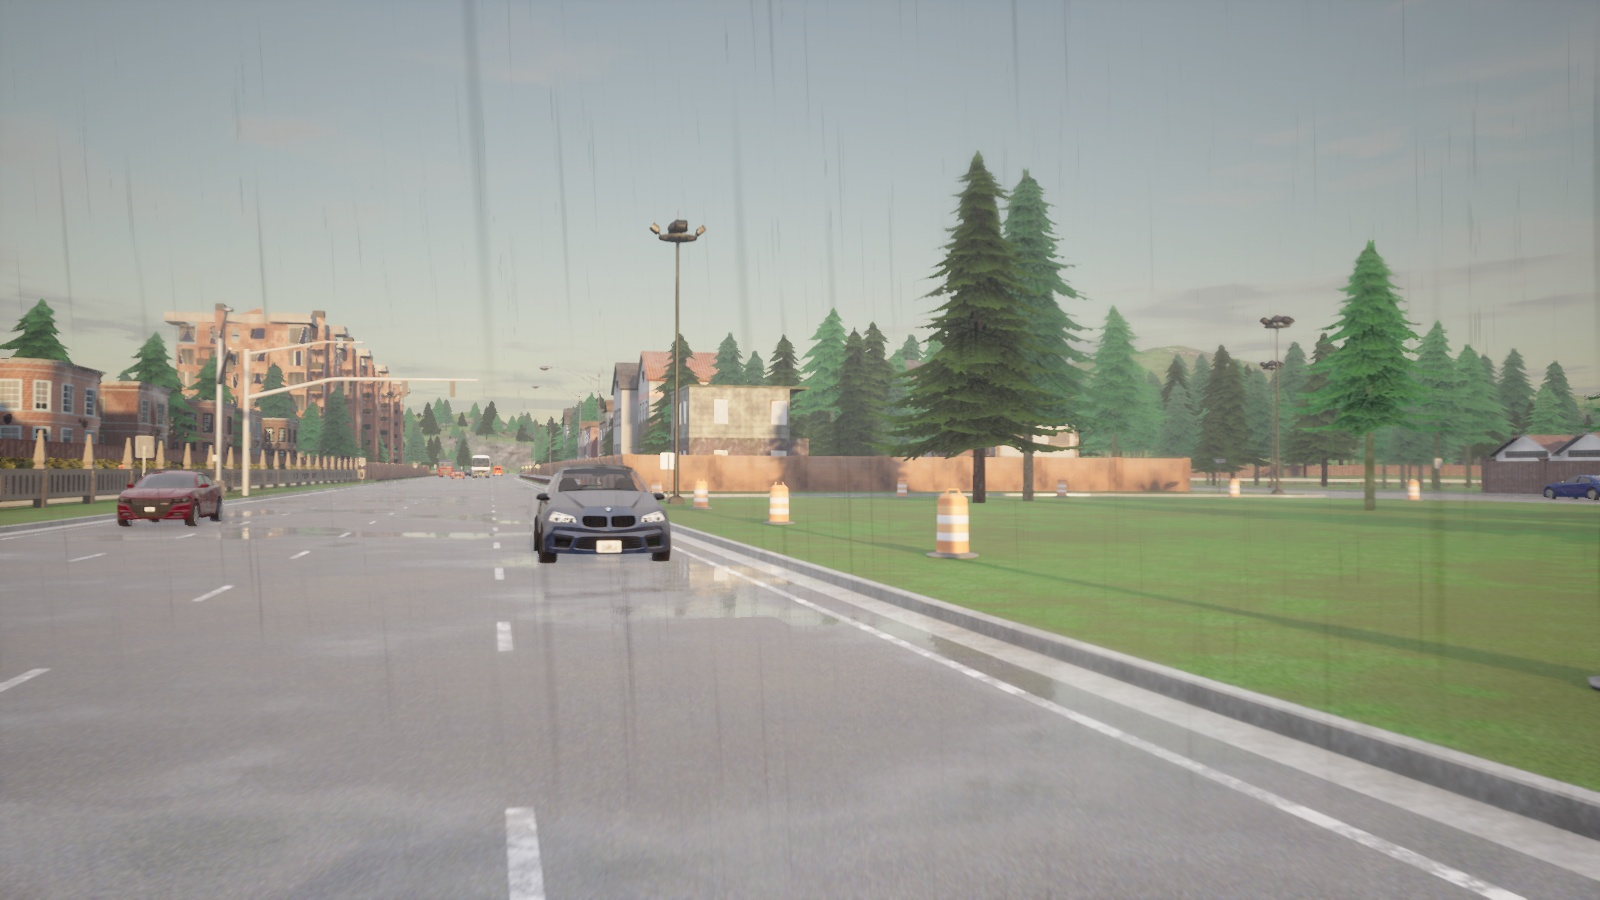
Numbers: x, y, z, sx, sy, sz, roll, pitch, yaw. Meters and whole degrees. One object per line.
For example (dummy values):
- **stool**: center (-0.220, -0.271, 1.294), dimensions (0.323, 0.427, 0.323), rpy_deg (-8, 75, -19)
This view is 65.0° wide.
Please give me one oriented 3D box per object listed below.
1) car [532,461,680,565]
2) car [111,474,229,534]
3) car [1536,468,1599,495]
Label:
- **car**: center (-3.613, 1.054, 22.636), dimensions (2.242, 1.667, 4.611), rpy_deg (0, -1, -14)
- **car**: center (-17.515, 1.453, 35.158), dimensions (1.882, 1.535, 5.008), rpy_deg (0, -1, -14)
- **car**: center (46.943, 1.870, 75.303), dimensions (1.882, 1.535, 5.008), rpy_deg (0, -1, -14)
